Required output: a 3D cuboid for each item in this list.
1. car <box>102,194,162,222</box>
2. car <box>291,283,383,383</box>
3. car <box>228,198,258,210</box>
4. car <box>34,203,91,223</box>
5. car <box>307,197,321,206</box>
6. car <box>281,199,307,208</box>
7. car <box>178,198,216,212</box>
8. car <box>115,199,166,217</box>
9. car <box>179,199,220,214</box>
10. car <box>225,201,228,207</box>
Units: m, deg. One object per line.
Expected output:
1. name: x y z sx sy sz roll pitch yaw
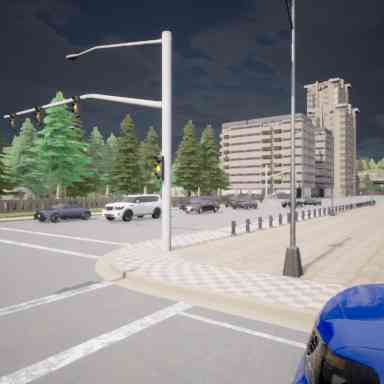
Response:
1. car: -4.644 1.221 27.159 2.150 2.045 5.566 0 0 35
2. car: 3.361 1.222 1.569 5.566 2.045 2.150 0 0 36
3. car: 6.945 1.564 43.382 1.994 1.385 4.181 0 0 36
4. car: -9.937 1.564 25.765 1.994 1.385 4.181 0 0 35
5. car: 20.229 1.563 55.678 1.994 1.385 4.181 0 0 35
6. car: 14.446 1.601 47.568 1.895 1.301 4.718 0 0 35
7. car: 0.702 1.547 40.682 2.033 1.411 5.357 0 0 36
8. car: -4.974 1.491 32.725 2.128 1.511 4.902 0 0 35
9. car: 1.120 1.491 35.239 2.128 1.511 4.902 0 0 36
10. car: 6.526 1.564 48.791 1.994 1.385 4.181 0 0 36
